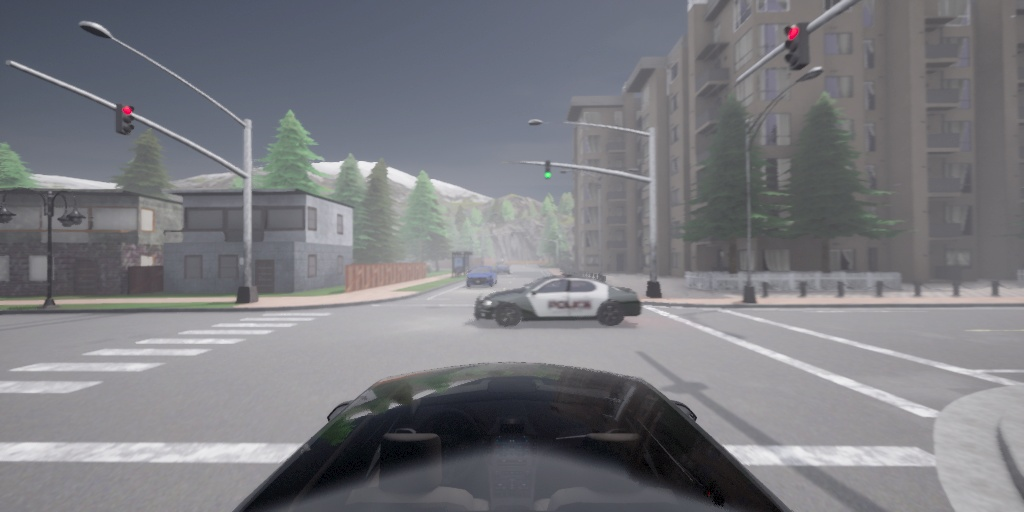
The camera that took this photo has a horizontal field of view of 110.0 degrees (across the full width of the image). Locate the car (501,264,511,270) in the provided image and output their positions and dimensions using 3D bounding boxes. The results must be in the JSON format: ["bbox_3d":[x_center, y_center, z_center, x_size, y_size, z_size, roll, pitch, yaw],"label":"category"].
[{"bbox_3d":[-1.163,1.710,46.685,1.812,1.442,4.674,0,-1,3],"label":"car"}]

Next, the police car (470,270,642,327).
[{"bbox_3d":[1.357,1.343,11.338,4.974,1.542,2.038,0,-1,0],"label":"police car"}]

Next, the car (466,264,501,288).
[{"bbox_3d":[-2.198,1.483,26.969,1.882,1.535,5.008,0,0,3],"label":"car"}]
